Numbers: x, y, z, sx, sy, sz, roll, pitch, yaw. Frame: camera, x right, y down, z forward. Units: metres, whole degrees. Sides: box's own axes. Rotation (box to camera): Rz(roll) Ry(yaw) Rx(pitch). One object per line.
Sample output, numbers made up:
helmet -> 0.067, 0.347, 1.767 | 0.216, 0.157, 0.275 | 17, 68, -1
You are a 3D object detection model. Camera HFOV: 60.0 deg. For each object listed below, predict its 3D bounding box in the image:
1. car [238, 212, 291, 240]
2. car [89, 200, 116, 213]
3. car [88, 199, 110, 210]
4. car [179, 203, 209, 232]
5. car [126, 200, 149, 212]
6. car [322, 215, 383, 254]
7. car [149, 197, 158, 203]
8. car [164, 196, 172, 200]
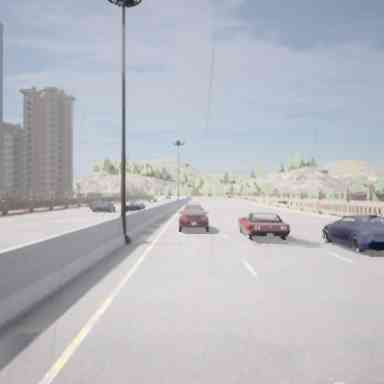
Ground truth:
car -> 3.603, 1.702, 17.514 | 1.895, 1.301, 4.718 | 0, 0, 0
car -> -10.550, 1.794, 39.969 | 1.994, 1.385, 4.181 | 0, 0, 0
car -> -13.921, 1.850, 49.883 | 1.994, 1.385, 4.181 | 0, 0, 1
car -> 0.120, 1.648, 21.189 | 1.812, 1.442, 4.674 | 0, 0, 0
car -> -7.045, 1.841, 41.804 | 1.895, 1.301, 4.718 | 0, 0, 1
car -> 7.103, 1.644, 13.952 | 1.994, 1.385, 4.181 | 0, 0, 0
car -> -9.486, 1.970, 81.053 | 2.128, 1.511, 4.902 | 0, 0, 2
car -> -5.940, 1.613, 82.577 | 1.812, 1.442, 4.674 | 0, 0, 2
